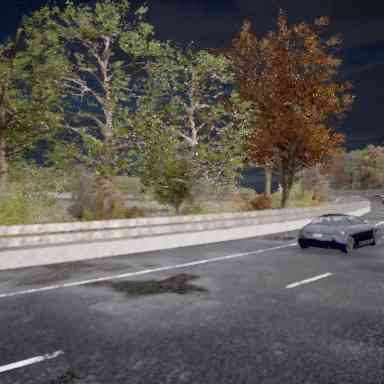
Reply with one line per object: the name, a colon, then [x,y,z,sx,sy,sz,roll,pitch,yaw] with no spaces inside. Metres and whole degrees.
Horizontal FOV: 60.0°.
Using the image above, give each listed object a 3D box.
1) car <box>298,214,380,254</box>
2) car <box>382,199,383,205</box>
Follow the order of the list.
car: [6.140,1.584,13.717,4.181,1.385,1.994,0,0,-43]
car: [34.769,1.591,58.042,2.033,1.411,5.357,0,0,16]
